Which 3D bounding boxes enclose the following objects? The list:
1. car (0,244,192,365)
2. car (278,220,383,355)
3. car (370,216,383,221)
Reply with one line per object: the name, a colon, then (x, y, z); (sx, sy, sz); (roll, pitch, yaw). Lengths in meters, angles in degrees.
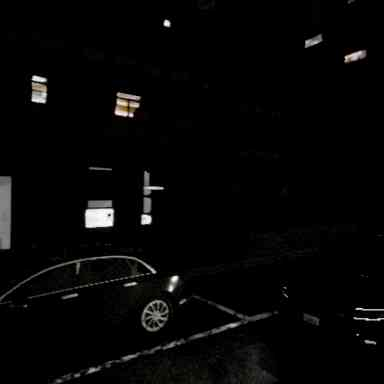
car: (-2.049, 1.549, 5.085); (4.403, 1.369, 2.008); (0, 1, -36)
car: (3.661, 1.468, 5.993); (5.008, 1.535, 1.882); (0, 0, -36)
car: (7.017, 1.548, 11.557); (4.313, 1.339, 1.947); (0, 1, -36)
